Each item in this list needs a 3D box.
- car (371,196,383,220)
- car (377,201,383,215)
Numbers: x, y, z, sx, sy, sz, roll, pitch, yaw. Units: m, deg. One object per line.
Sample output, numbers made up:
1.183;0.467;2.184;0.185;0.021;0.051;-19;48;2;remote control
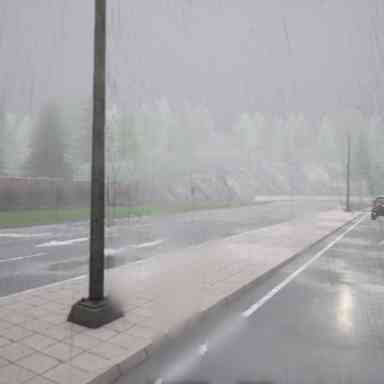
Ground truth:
16.920;1.378;28.869;2.150;2.045;5.566;1;0;31;car
22.414;1.757;37.941;2.033;1.411;5.357;1;0;31;car
